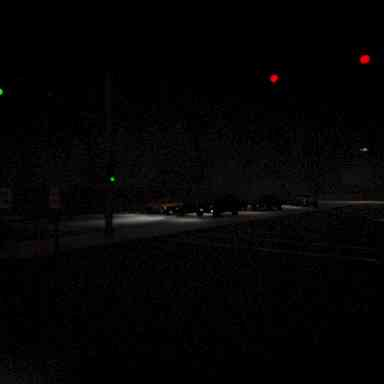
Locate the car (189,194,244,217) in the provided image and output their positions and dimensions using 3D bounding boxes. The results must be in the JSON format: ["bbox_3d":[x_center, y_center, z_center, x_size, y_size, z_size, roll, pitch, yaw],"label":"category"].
[{"bbox_3d":[2.459,1.236,31.475,2.150,2.045,5.566,0,0,36],"label":"car"}]

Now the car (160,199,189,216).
[{"bbox_3d":[-0.700,1.618,33.078,1.895,1.301,4.718,0,0,36],"label":"car"}]

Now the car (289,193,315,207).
[{"bbox_3d":[17.572,1.233,52.141,2.150,2.045,5.566,0,0,37],"label":"car"}]

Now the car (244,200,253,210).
[{"bbox_3d":[5.245,1.508,41.227,2.128,1.511,4.902,0,0,36],"label":"car"}]

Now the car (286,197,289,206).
[{"bbox_3d":[16.084,1.541,56.027,1.812,1.442,4.674,0,0,37],"label":"car"}]

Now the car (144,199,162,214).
[{"bbox_3d":[-2.977,1.497,35.887,1.882,1.535,5.008,0,0,36],"label":"car"}]

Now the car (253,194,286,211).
[{"bbox_3d":[9.208,1.236,40.727,2.150,2.045,5.566,0,0,36],"label":"car"}]

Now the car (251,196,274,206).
[{"bbox_3d":[12.015,1.497,56.384,1.882,1.535,5.008,0,0,37],"label":"car"}]
